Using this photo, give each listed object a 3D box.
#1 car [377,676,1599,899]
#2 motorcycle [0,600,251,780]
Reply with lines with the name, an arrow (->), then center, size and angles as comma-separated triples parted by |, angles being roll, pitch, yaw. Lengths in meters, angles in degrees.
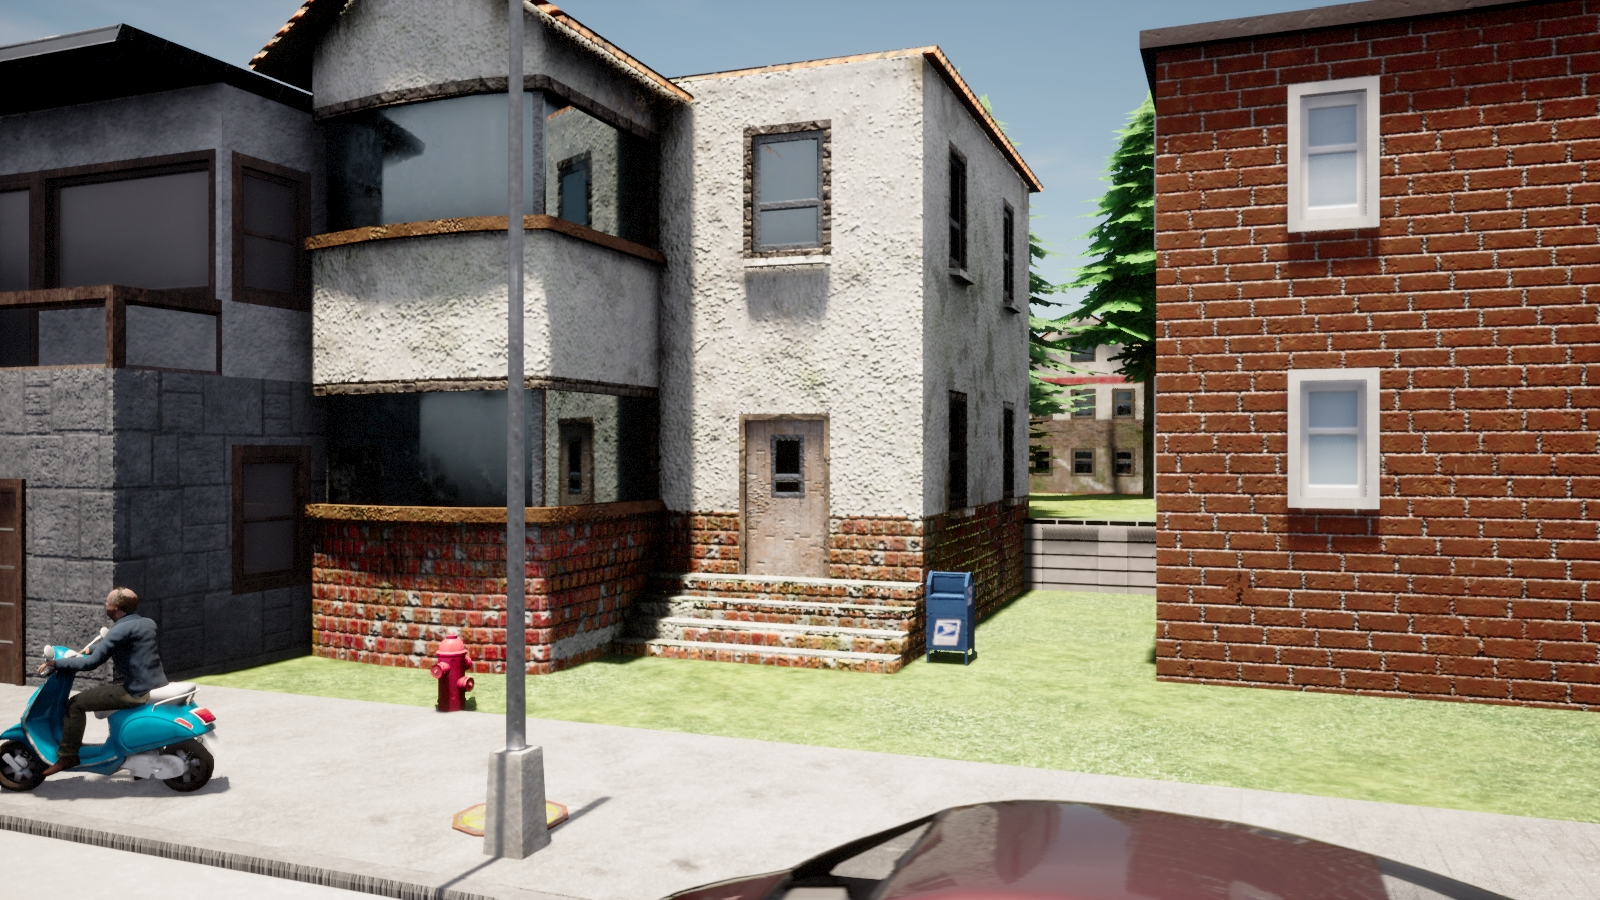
car -> 0.738, 1.805, 3.716 | 3.705, 1.549, 1.789 | 0, 0, 21
motorcycle -> -5.442, 1.858, 9.019 | 1.805, 1.236, 0.856 | 0, 0, 1
